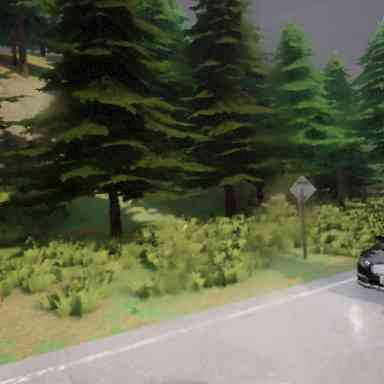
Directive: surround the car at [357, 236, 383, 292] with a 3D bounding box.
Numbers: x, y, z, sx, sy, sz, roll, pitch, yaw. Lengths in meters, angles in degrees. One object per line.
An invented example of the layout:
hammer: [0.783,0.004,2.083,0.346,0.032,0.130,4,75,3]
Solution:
car: [5.808,1.468,7.944,4.902,1.511,2.128,0,0,-37]
